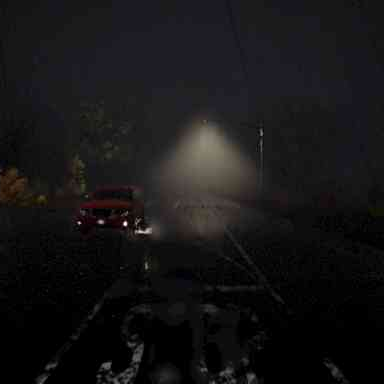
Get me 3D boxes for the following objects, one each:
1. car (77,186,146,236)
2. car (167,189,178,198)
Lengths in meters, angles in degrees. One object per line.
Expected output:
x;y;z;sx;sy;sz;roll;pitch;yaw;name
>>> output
-3.516;0.741;15.599;2.150;2.045;5.566;1;1;0;car
-4.004;0.263;69.988;2.097;1.767;4.553;0;1;-1;car
